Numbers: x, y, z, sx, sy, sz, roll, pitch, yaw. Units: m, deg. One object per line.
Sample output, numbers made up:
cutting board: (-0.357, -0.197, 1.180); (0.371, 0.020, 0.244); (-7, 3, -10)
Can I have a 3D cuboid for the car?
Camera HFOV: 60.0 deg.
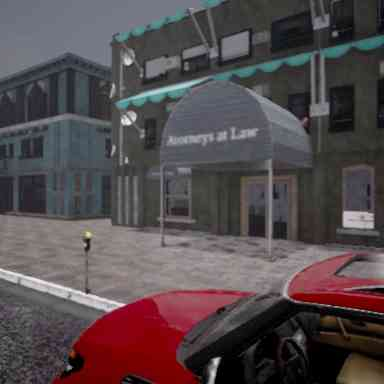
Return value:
car: (1.298, 1.315, 1.951); (5.009, 1.841, 2.192); (0, 0, 36)
